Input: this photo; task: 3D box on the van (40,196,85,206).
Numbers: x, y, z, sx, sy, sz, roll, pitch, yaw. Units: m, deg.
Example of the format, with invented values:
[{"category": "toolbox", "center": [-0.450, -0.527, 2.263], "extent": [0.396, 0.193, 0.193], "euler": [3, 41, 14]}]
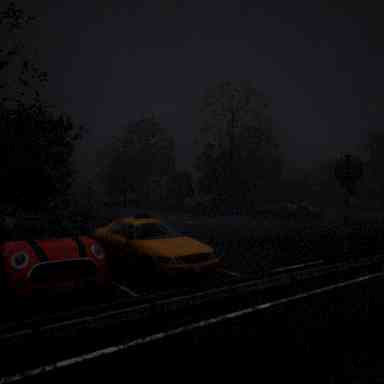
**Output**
[{"category": "van", "center": [-8.065, 1.262, 20.484], "extent": [1.878, 1.987, 4.442], "euler": [0, 0, -36]}]

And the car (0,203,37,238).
[{"category": "car", "center": [-10.508, 1.474, 19.094], "extent": [1.946, 1.575, 5.366], "euler": [0, 0, -36]}]

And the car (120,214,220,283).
[{"category": "car", "center": [-1.372, 1.481, 10.101], "extent": [1.946, 1.575, 5.366], "euler": [0, 0, -36]}]

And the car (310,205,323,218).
[{"category": "car", "center": [11.290, 1.729, 34.615], "extent": [2.185, 1.767, 4.553], "euler": [1, -1, -36]}]

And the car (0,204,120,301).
[{"category": "car", "center": [-3.864, 1.346, 8.569], "extent": [2.185, 1.767, 4.553], "euler": [0, 0, -36]}]

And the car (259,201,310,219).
[{"category": "car", "center": [8.743, 1.829, 32.721], "extent": [2.002, 1.452, 4.674], "euler": [2, -1, -36]}]
